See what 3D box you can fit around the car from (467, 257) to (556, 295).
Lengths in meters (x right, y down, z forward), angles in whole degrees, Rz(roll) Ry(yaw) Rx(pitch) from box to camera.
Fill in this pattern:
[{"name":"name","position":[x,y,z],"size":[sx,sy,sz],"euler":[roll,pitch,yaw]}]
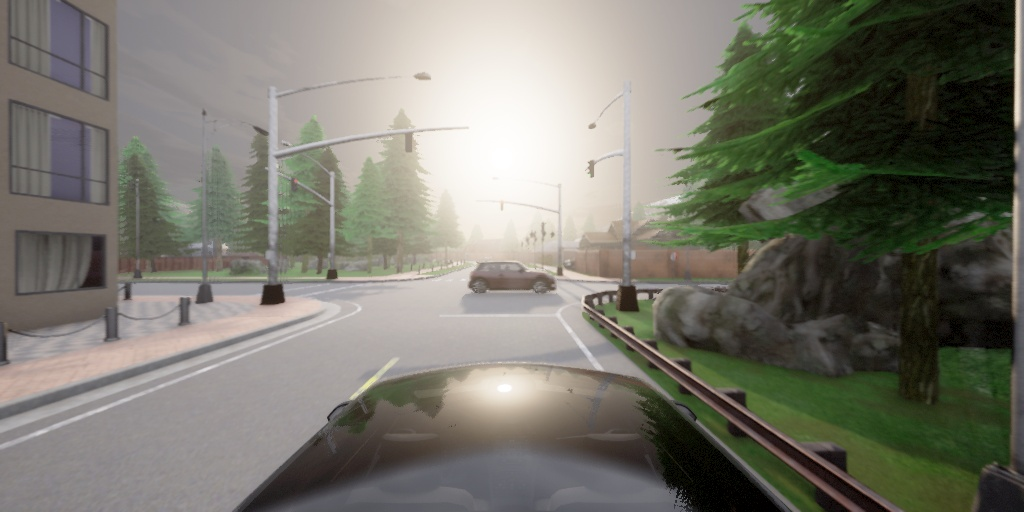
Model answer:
[{"name":"car","position":[0.014,1.029,18.789],"size":[4.553,1.767,2.097],"euler":[0,0,1]}]

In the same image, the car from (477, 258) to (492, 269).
[{"name":"car","position":[-4.121,1.043,53.608],"size":[1.837,1.490,4.892],"euler":[0,0,0]}]
